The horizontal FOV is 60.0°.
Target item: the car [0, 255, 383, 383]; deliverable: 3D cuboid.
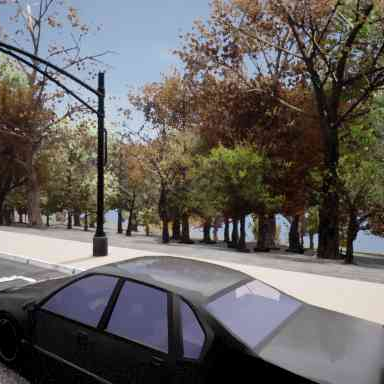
[{"bbox_3d":[-0.528,1.547,4.055,5.357,1.411,2.033,0,0,35],"label":"car"}]
